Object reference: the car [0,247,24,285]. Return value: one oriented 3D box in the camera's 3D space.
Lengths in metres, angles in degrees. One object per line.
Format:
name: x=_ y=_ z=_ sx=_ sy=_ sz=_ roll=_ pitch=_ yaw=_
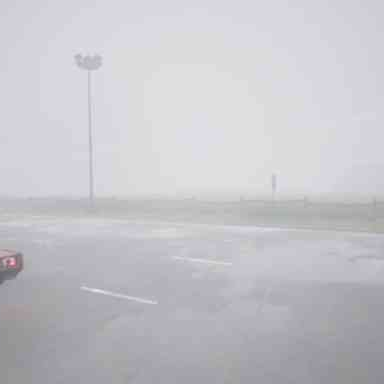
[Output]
car: x=-6.090 y=1.535 z=7.659 sx=4.718 sy=1.301 sz=1.895 roll=0 pitch=1 yaw=31
